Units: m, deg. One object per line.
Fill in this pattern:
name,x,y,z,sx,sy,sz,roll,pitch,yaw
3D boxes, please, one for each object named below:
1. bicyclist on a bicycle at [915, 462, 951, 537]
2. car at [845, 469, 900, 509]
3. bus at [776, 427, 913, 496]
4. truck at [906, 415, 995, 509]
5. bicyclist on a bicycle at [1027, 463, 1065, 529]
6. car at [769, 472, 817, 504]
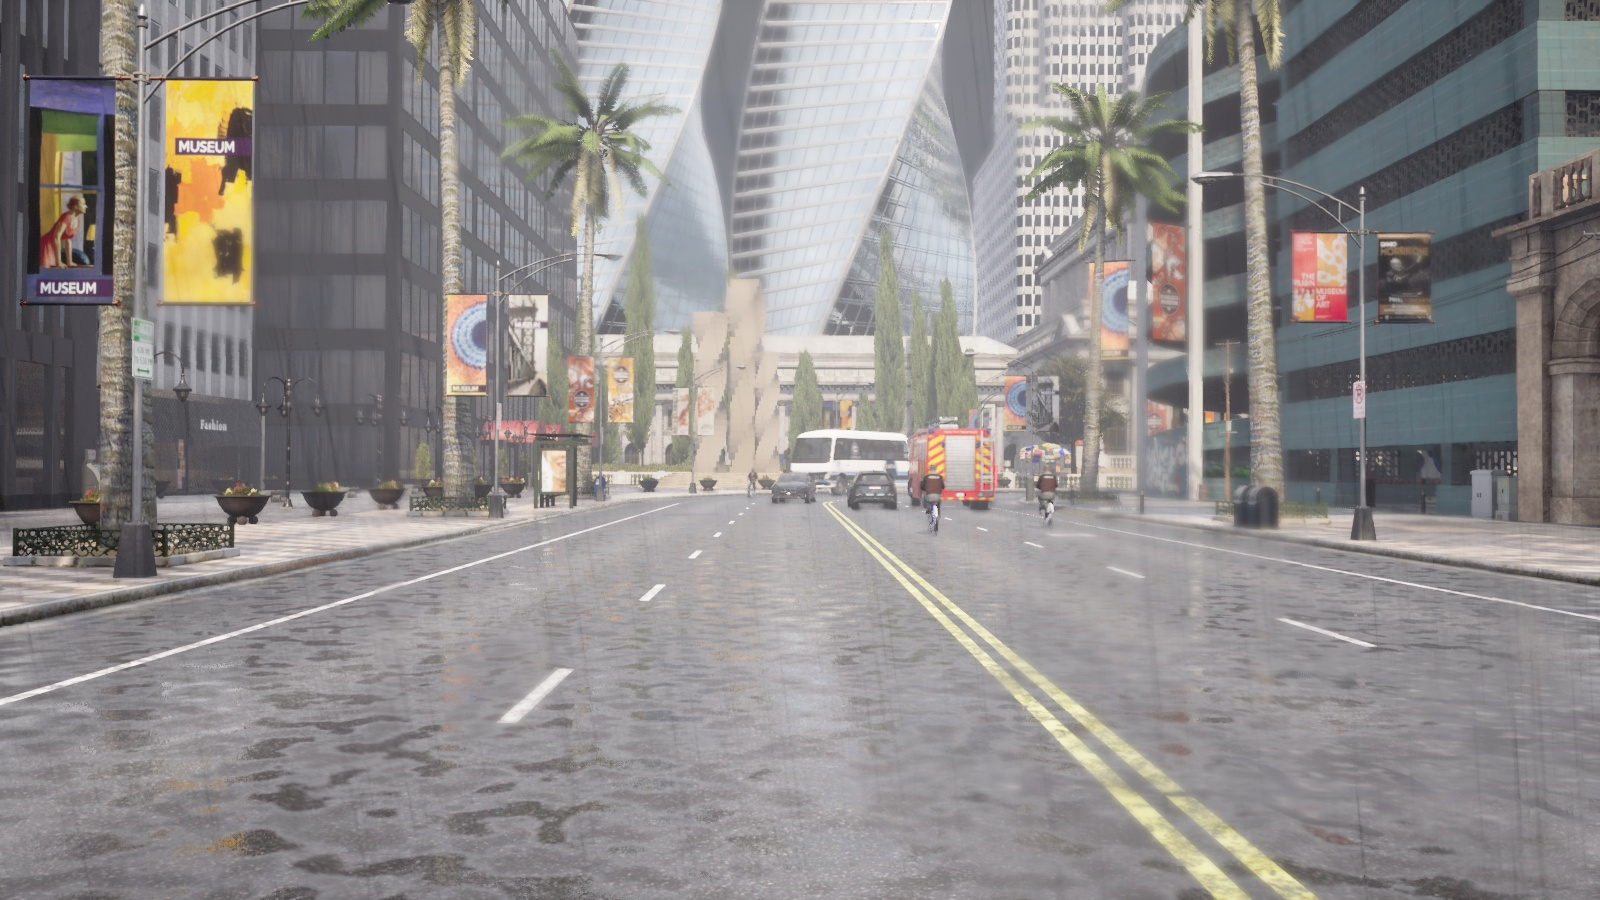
bicyclist on a bicycle,3.253,1.190,30.916,0.659,1.776,1.843,0,-1,0
car,3.062,1.634,53.806,2.033,1.649,4.856,0,-1,0
bus,3.092,0.817,83.086,3.944,4.253,10.273,-1,-1,36
truck,6.550,0.560,55.930,2.891,3.827,8.468,0,-1,0
bicyclist on a bicycle,6.724,1.235,34.406,0.659,1.776,1.843,0,-1,0
car,-0.278,1.862,62.189,1.837,1.490,4.892,0,-1,6
